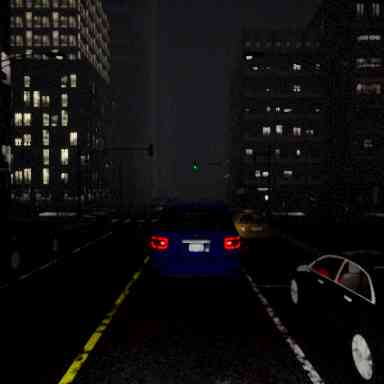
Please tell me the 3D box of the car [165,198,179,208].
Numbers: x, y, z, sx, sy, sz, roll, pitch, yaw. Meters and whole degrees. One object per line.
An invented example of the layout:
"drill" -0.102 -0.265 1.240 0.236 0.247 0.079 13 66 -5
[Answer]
"car" -3.126 1.710 52.535 1.994 1.385 4.181 0 0 0

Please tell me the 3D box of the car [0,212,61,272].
"car" -5.840 1.575 10.866 1.887 1.381 4.507 -1 0 0

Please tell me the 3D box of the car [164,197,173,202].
"car" -5.755 1.815 82.680 1.802 1.307 4.206 -1 0 0

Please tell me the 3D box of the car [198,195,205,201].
"car" 2.616 1.705 93.996 1.967 1.590 4.097 -1 0 0

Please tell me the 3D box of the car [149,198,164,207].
"car" -5.738 1.676 54.238 1.752 1.417 4.829 -1 0 0

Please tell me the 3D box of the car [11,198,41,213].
"car" -17.839 1.545 34.263 4.181 1.385 1.994 0 1 1

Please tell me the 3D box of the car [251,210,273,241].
"car" 2.795 1.571 16.628 1.752 1.417 4.829 -1 0 0

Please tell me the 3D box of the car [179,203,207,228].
"car" 0.068 1.591 23.793 1.812 1.442 4.674 0 0 0

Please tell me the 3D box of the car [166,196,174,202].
"car" -5.759 1.794 88.335 1.887 1.381 4.507 -1 0 0

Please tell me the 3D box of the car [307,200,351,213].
"car" 16.287 1.741 39.600 4.403 1.369 2.008 0 0 1

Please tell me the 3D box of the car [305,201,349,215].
"car" 14.856 1.777 37.035 4.181 1.385 1.994 0 1 1

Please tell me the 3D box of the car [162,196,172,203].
"car" -5.752 1.761 77.026 1.887 1.381 4.507 -1 0 0

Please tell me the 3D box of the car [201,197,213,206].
"car" 2.638 1.718 60.068 2.008 1.369 4.403 -1 0 0

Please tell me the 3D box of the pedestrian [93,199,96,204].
"pedestrian" -12.577 1.428 42.928 0.500 1.100 0.500 0 0 1

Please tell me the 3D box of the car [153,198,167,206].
"car" -5.741 1.733 60.062 1.947 1.339 4.313 -1 0 0

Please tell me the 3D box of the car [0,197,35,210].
"car" -21.688 1.395 40.075 4.829 1.417 1.752 0 0 1

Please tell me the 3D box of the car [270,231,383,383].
"car" 2.802 1.565 5.170 2.008 1.369 4.403 -1 0 0

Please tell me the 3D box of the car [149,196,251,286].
"car" 0.089 1.249 9.630 2.150 2.045 5.566 0 0 0
